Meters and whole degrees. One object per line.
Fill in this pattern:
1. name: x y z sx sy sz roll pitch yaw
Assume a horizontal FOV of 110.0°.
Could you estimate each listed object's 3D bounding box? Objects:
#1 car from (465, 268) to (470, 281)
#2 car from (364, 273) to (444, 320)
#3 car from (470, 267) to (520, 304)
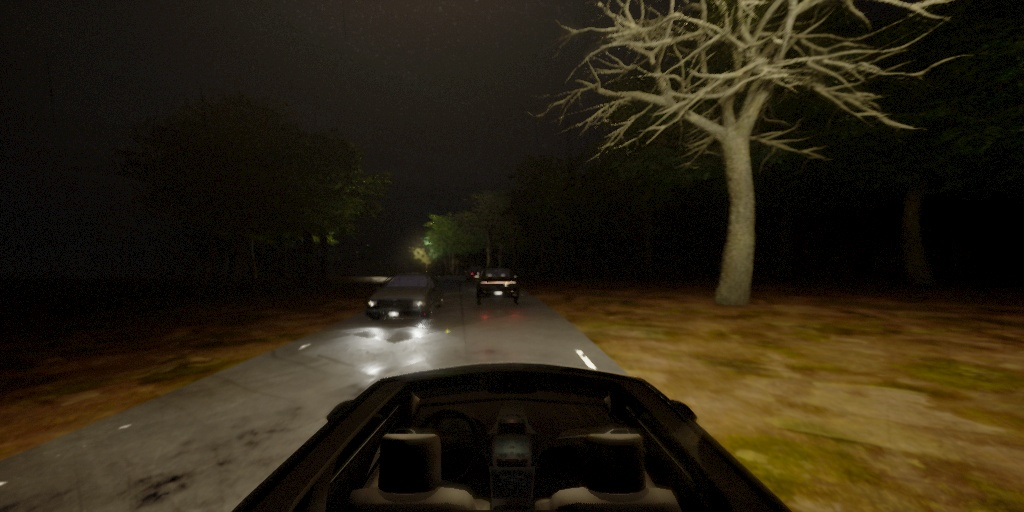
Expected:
1. car: -3.800 1.829 37.342 2.033 1.411 5.357 0 -1 -12
2. car: -3.580 1.329 12.980 2.033 1.411 5.357 1 -1 -4
3. car: -0.736 1.311 16.795 2.128 1.511 4.902 0 -1 -5
